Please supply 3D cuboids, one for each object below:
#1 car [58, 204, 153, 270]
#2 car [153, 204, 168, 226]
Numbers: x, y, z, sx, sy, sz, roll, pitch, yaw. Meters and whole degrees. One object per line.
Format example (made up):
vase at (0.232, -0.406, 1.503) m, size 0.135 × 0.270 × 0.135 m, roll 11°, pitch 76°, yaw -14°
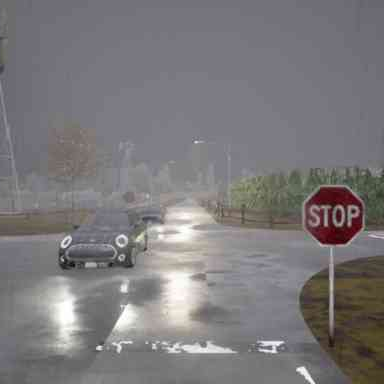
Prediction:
car at (-2.763, 1.398, 11.275) m, size 2.097 × 1.767 × 4.553 m, roll -1°, pitch 0°, yaw 0°
car at (-2.741, 1.619, 24.456) m, size 2.033 × 1.411 × 5.357 m, roll 0°, pitch 0°, yaw 0°
